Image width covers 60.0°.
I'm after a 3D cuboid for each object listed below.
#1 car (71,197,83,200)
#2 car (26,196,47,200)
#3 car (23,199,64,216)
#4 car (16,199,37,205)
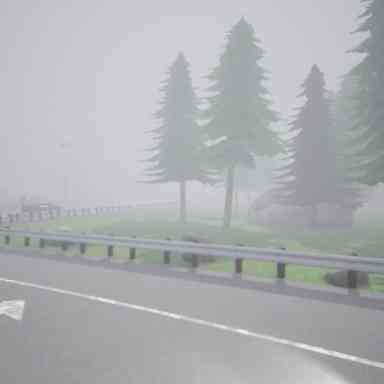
[{"bbox_3d":[-26.775,1.990,76.723,2.097,1.767,4.553,-1,0,5],"label":"car"},{"bbox_3d":[-29.534,1.809,62.258,2.150,2.045,5.566,-1,0,17],"label":"car"},{"bbox_3d":[-16.202,1.837,36.507,1.837,1.490,4.892,-1,0,19],"label":"car"},{"bbox_3d":[-37.466,2.249,75.413,1.812,1.442,4.674,-1,0,9],"label":"car"}]
